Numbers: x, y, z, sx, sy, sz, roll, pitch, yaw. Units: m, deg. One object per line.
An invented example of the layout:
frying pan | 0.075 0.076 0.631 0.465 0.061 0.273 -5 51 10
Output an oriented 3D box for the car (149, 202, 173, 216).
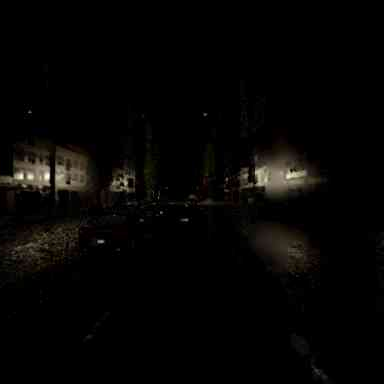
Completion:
car | -3.160 1.850 36.456 1.895 1.301 4.718 0 0 0

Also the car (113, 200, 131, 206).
car | -9.834 1.875 46.722 1.994 1.385 4.181 0 0 0

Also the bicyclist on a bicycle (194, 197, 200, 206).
bicyclist on a bicycle | 0.881 1.809 57.203 0.866 1.612 1.509 0 -1 0

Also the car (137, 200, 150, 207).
car | -6.584 1.835 46.585 1.812 1.442 4.674 0 -1 0

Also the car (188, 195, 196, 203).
car | -0.022 1.715 85.100 2.150 2.045 5.566 0 0 0

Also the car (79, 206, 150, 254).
car | -3.153 1.578 13.970 1.882 1.535 5.008 0 0 0

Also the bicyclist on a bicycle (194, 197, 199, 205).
bicyclist on a bicycle | 0.876 1.860 66.215 0.866 1.612 1.509 0 -1 0
